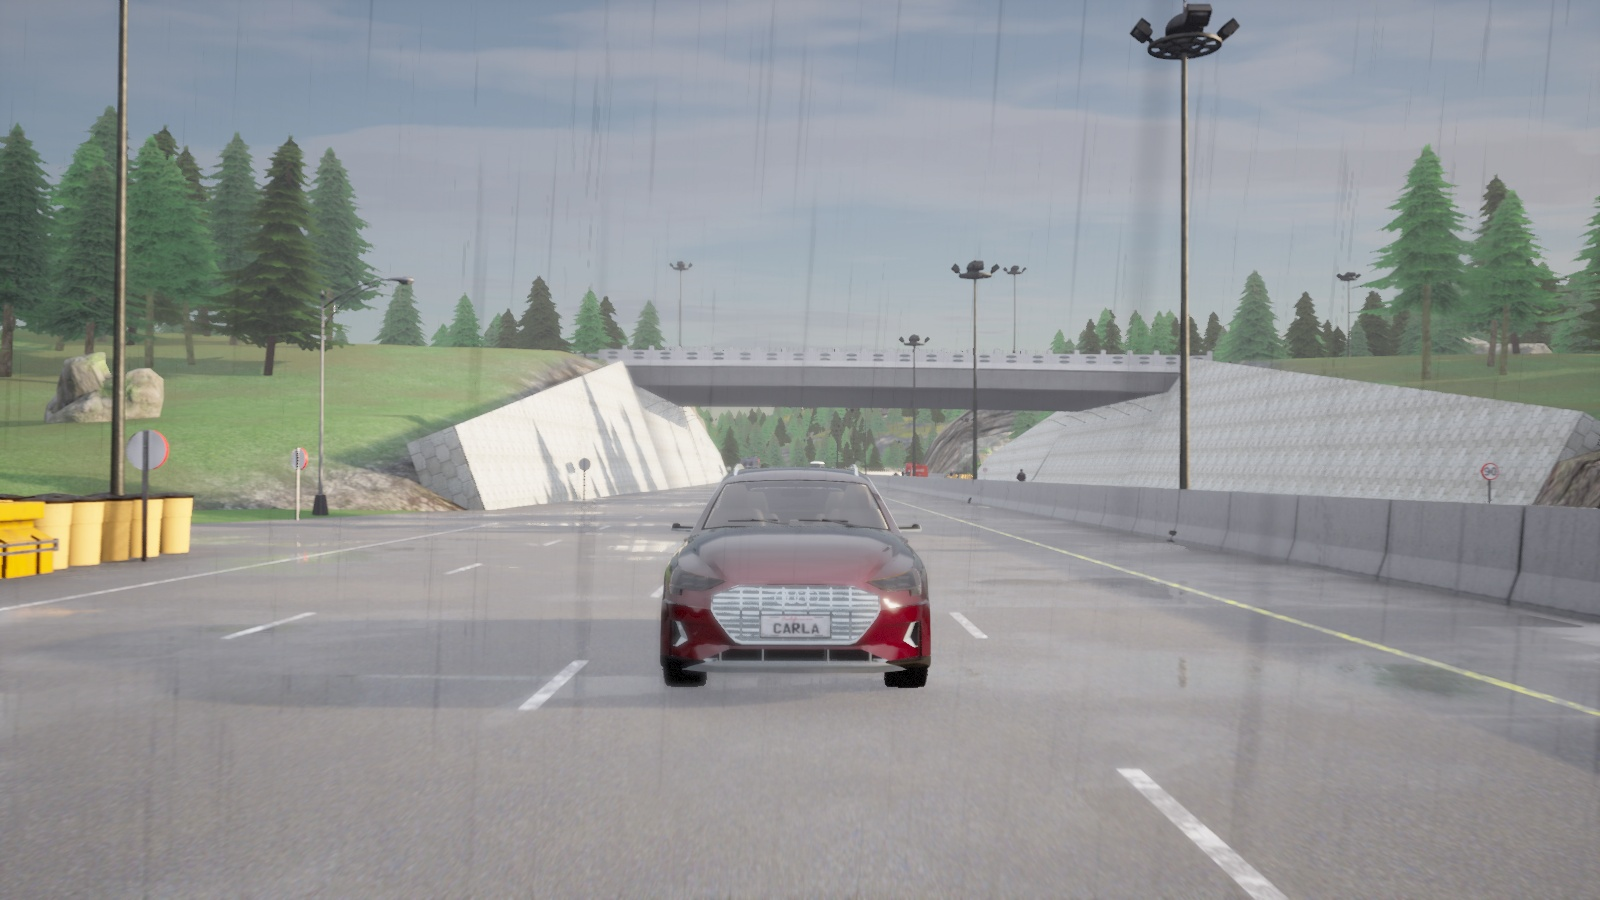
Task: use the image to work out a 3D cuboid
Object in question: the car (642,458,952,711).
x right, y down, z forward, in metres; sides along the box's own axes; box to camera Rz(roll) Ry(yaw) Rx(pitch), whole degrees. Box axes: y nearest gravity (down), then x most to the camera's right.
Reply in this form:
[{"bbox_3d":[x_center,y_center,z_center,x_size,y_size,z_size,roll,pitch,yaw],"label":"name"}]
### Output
[{"bbox_3d":[-0.026,0.924,10.689,2.033,1.649,4.856,0,-1,0],"label":"car"}]
